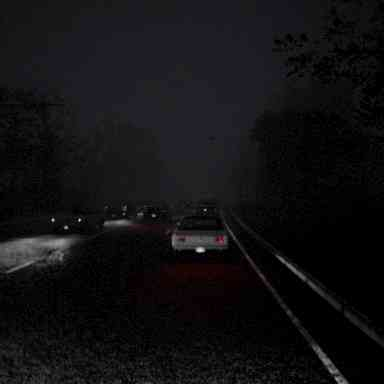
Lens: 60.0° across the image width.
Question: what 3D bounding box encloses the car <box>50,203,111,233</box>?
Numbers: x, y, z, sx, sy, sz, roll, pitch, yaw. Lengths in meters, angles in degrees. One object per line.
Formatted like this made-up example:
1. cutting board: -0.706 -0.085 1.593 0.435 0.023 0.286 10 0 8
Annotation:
1. car: -6.609 1.579 19.887 1.895 1.301 4.718 0 0 3

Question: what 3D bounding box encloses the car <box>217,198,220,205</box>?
1. car: 3.899 1.510 59.679 1.994 1.385 4.181 0 0 7

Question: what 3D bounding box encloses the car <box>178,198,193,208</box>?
1. car: -0.868 1.555 48.388 1.895 1.301 4.718 0 0 6

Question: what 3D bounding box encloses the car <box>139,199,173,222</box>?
1. car: -2.609 1.500 26.019 1.812 1.442 4.674 0 0 3

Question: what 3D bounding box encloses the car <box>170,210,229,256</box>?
1. car: 0.343 1.589 13.060 1.895 1.301 4.718 0 0 2

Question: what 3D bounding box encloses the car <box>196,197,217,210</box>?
1. car: 1.452 1.473 34.612 1.837 1.490 4.892 0 0 4

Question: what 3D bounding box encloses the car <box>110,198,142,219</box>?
1. car: -6.132 1.322 28.845 2.097 1.767 4.553 0 0 4

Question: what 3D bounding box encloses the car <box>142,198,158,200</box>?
1. car: -5.481 1.467 37.808 1.837 1.490 4.892 0 0 5
